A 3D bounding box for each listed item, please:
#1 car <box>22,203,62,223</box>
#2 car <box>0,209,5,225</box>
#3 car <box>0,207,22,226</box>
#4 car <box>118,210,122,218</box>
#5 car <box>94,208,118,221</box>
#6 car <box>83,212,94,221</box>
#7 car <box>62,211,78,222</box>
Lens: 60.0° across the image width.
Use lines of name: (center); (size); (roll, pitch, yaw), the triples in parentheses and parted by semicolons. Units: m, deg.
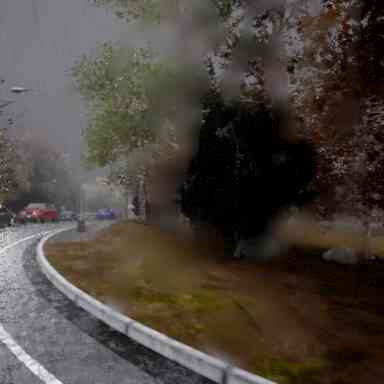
car: (-15.450, 2.093, 33.744); (2.150, 2.045, 5.566); (0, -4, -6)
car: (-9.035, 1.560, 12.507); (2.033, 1.411, 5.357); (0, -1, -15)
car: (-14.484, 1.832, 23.979); (1.837, 1.490, 4.892); (0, -2, -5)
car: (-14.929, 4.537, 64.458); (2.150, 2.045, 5.566); (0, -5, -5)
car: (-13.904, 3.682, 54.091); (2.150, 2.045, 5.566); (0, -5, -6)
car: (-17.941, 4.315, 59.212); (2.097, 1.767, 4.553); (0, -5, -6)
car: (-16.413, 3.207, 43.612); (1.994, 1.385, 4.181); (0, -5, -5)
